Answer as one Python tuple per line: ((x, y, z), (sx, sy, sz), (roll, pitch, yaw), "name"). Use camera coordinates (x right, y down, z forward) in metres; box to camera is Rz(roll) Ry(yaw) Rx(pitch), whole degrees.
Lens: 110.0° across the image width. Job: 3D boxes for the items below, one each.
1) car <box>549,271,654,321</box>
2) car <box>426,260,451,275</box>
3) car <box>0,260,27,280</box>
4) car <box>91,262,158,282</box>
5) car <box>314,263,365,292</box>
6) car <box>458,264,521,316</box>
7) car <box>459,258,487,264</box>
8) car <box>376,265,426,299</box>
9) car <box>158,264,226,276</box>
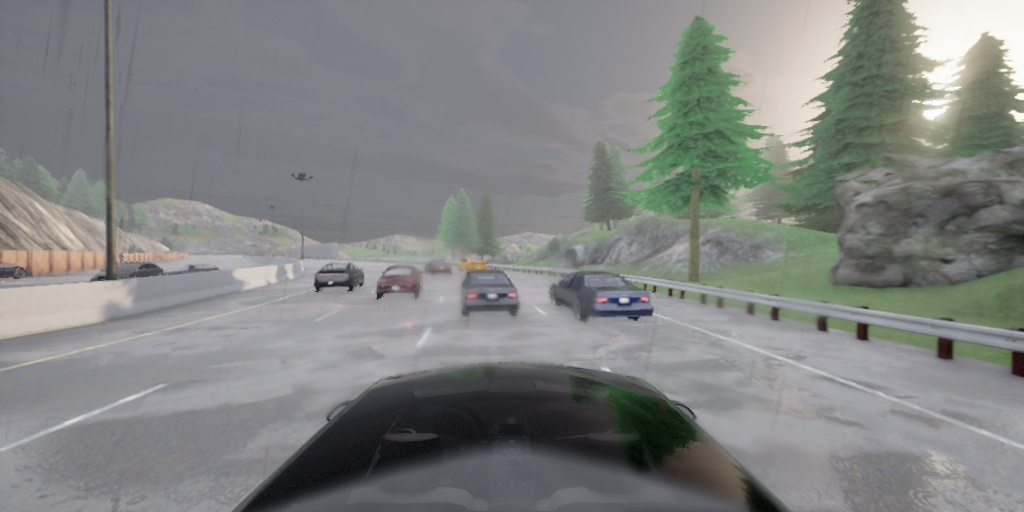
((2.659, 1.194, 11.938), (2.033, 1.411, 5.357), (0, 1, -7), "car")
((-7.249, 1.039, 34.842), (1.994, 1.385, 4.181), (0, 1, -23), "car")
((-31.752, 0.863, 21.291), (1.994, 1.385, 4.181), (0, 1, -21), "car")
((-25.196, 1.181, 23.747), (1.837, 1.490, 4.892), (0, 0, -21), "car")
((-9.534, 1.111, 20.069), (2.128, 1.511, 4.902), (0, 1, -14), "car")
((-0.930, 1.199, 12.899), (2.033, 1.411, 5.357), (0, 1, -9), "car")
((-4.073, 0.927, 36.302), (1.882, 1.535, 5.008), (0, 1, -23), "car")
((-5.306, 1.155, 17.236), (1.812, 1.442, 4.674), (0, 1, -11), "car")
((-21.920, 1.237, 24.985), (1.895, 1.301, 4.718), (0, 1, -21), "car")
